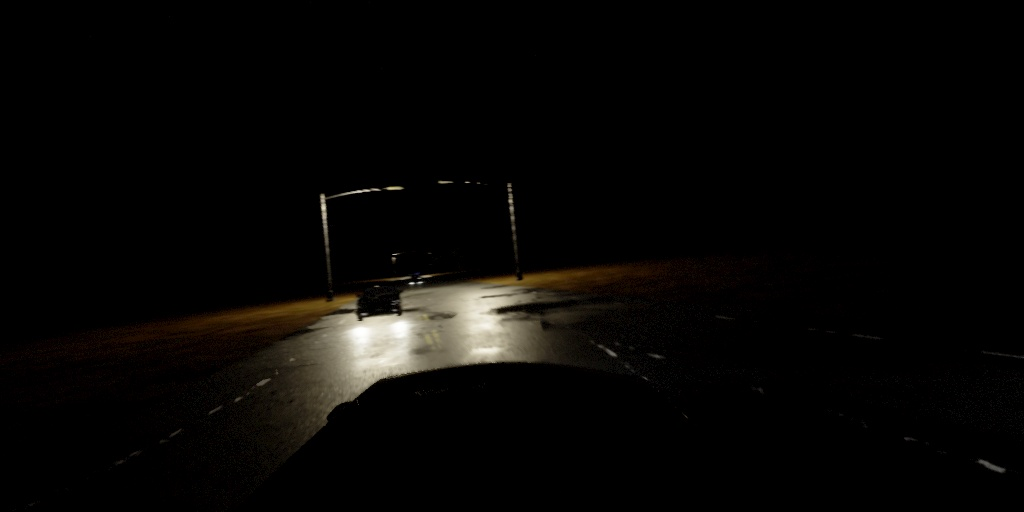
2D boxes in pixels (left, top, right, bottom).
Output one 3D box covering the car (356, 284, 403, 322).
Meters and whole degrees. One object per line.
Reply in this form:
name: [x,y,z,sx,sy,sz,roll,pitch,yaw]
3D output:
car: [-6.384,2.127,17.552,1.882,1.535,5.008,-5,-1,-17]
